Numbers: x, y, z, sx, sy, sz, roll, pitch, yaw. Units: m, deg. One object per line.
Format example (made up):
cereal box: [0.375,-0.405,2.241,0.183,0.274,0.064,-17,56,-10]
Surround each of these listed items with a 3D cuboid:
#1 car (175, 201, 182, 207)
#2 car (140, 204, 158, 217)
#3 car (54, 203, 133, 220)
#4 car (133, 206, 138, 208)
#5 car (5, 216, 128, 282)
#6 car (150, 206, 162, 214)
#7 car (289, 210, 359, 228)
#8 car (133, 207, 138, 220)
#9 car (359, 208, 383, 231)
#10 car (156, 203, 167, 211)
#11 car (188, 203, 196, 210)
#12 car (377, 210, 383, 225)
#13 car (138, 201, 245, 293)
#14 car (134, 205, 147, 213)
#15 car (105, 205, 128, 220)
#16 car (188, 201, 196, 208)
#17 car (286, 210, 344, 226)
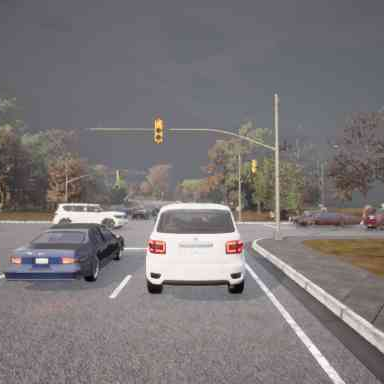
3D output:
car: [-3.564,3.105,87.467,1.882,1.535,5.008,0,0,-3]
car: [-7.071,3.015,55.349,2.150,2.045,5.566,0,-1,0]
car: [-7.833,1.916,25.864,5.566,2.045,2.150,0,-3,5]
car: [-10.558,3.377,57.475,2.033,1.411,5.357,0,-1,1]
car: [-3.414,1.665,10.057,2.033,1.411,5.357,0,-1,0]
car: [-7.018,3.490,65.271,1.895,1.301,4.718,0,0,1]
car: [11.726,2.391,29.155,5.357,1.411,2.033,0,-3,-1]
car: [-7.071,3.150,45.821,1.895,1.301,4.718,0,-2,-1]
car: [15.895,2.037,25.617,4.553,1.767,2.097,0,-3,-2]
car: [-6.974,3.391,75.968,2.033,1.411,5.357,0,0,0]
car: [0.026,3.343,77.667,1.837,1.490,4.892,0,0,0]
car: [21.429,2.510,33.030,4.902,1.511,2.128,0,-3,-3]
car: [0.086,1.321,9.202,2.150,2.045,5.566,0,-1,0]
car: [-10.487,3.490,67.758,1.895,1.301,4.718,0,0,0]
car: [-10.592,2.815,47.182,2.150,2.045,5.566,0,-2,-2]
car: [-0.088,3.299,87.819,1.837,1.490,4.892,0,0,-3]
car: [12.007,2.493,32.670,4.902,1.511,2.128,0,-3,-1]
